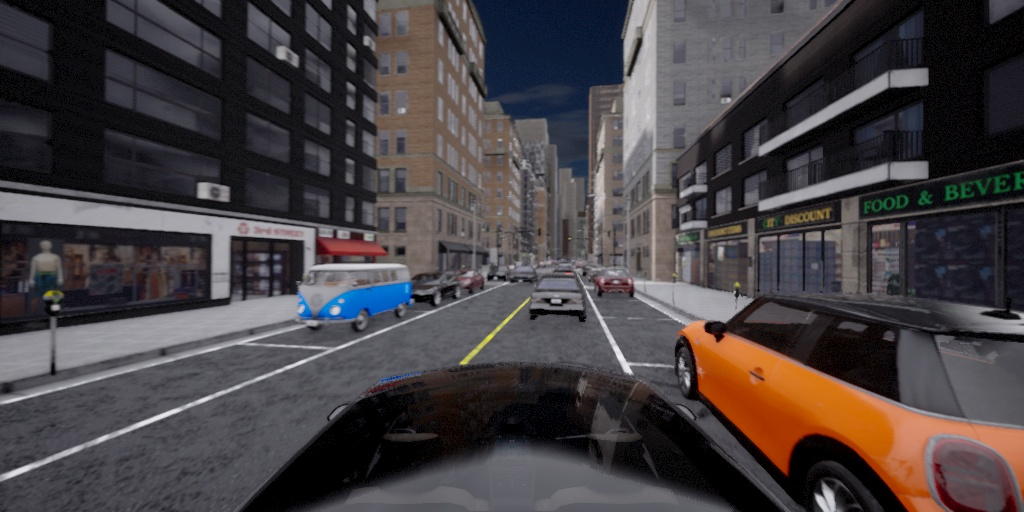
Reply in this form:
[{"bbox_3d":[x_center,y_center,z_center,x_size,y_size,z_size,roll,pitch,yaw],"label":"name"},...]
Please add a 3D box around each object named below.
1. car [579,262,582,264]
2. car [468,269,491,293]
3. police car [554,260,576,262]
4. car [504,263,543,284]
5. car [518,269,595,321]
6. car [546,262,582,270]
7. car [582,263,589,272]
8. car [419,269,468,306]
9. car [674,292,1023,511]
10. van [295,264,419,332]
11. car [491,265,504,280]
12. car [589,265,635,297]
[{"bbox_3d":[9.101,1.674,41.999,1.948,1.339,4.313,0,0,9],"label":"car"},{"bbox_3d":[-2.779,1.450,21.610,1.802,1.307,4.207,0,0,9],"label":"car"},{"bbox_3d":[6.128,1.506,41.470,1.930,1.638,5.238,0,0,9],"label":"police car"},{"bbox_3d":[1.056,1.500,29.291,2.033,1.411,5.357,0,0,9],"label":"car"},{"bbox_3d":[1.690,1.389,12.959,2.033,1.411,5.357,0,0,9],"label":"car"},{"bbox_3d":[4.063,1.457,27.878,2.128,1.511,4.902,0,0,9],"label":"car"},{"bbox_3d":[7.370,1.566,31.134,2.007,1.370,4.403,0,0,9],"label":"car"},{"bbox_3d":[-3.645,1.388,16.178,1.948,1.339,4.313,0,0,9],"label":"car"},{"bbox_3d":[3.247,1.141,3.585,2.097,1.767,4.553,0,0,9],"label":"car"},{"bbox_3d":[-4.510,1.118,10.745,1.690,1.789,3.998,0,0,9],"label":"van"},{"bbox_3d":[-1.049,1.525,32.475,1.948,1.339,4.313,0,0,9],"label":"car"},{"bbox_3d":[5.640,1.364,20.269,1.967,1.591,4.097,0,0,9],"label":"car"}]
